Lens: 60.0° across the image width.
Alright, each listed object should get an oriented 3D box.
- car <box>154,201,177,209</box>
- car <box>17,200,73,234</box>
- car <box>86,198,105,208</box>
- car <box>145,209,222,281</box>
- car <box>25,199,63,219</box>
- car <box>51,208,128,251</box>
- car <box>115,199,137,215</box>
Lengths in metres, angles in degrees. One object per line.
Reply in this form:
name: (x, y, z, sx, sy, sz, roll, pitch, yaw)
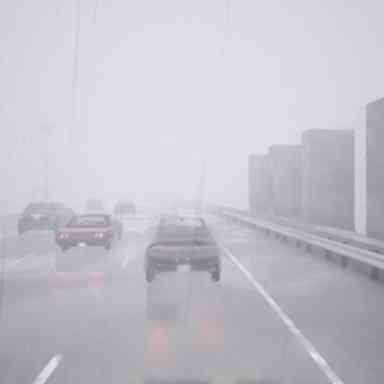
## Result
car: (-2.277, 1.456, 28.569, 1.812, 1.442, 4.674, 0, 0, -9)
car: (-8.098, 1.322, 19.036, 2.097, 1.767, 4.553, 0, 0, -6)
car: (-11.371, 1.404, 39.171, 1.882, 1.535, 5.008, 0, 0, -12)
car: (-0.294, 1.466, 9.766, 2.128, 1.511, 4.902, 0, 0, -3)
car: (-13.101, 1.433, 29.840, 1.882, 1.535, 5.008, 0, 0, -9)
car: (-4.068, 1.574, 13.989, 1.895, 1.301, 4.718, 0, 0, -4)
car: (-6.466, 1.408, 32.478, 1.882, 1.535, 5.008, 0, 0, -10)
